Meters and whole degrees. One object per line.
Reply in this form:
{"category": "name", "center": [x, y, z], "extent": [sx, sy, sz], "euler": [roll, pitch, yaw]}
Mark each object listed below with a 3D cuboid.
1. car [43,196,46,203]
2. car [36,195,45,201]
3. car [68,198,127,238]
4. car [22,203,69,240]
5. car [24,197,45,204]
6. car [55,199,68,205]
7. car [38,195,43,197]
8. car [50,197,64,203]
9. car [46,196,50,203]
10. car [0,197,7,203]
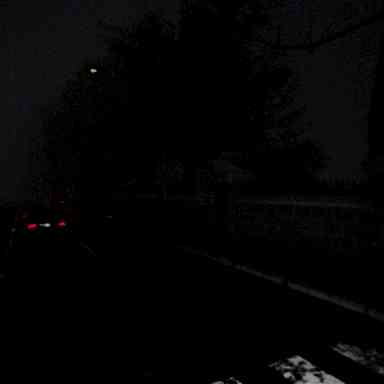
{"category": "car", "center": [-20.219, 1.412, 48.459], "extent": [1.882, 1.535, 5.008], "euler": [-2, 1, -27]}
{"category": "car", "center": [-37.803, 1.525, 82.902], "extent": [1.887, 1.381, 4.507], "euler": [-2, 1, -26]}
{"category": "car", "center": [-4.892, 1.232, 17.517], "extent": [2.192, 1.841, 5.009], "euler": [-2, 1, -27]}
{"category": "car", "center": [-7.602, 1.544, 17.148], "extent": [2.033, 1.411, 5.357], "euler": [-2, 1, -27]}
{"category": "car", "center": [-18.929, 1.618, 39.416], "extent": [1.895, 1.301, 4.718], "euler": [-2, 1, -26]}
{"category": "car", "center": [-9.969, 1.507, 27.557], "extent": [1.802, 1.307, 4.206], "euler": [-2, 1, -27]}
{"category": "car", "center": [-25.226, 1.499, 57.667], "extent": [1.887, 1.381, 4.507], "euler": [-2, 1, -27]}
{"category": "car", "center": [-12.590, 1.455, 32.726], "extent": [1.752, 1.417, 4.829], "euler": [-2, 1, -27]}
{"category": "car", "center": [-17.050, 1.432, 42.217], "extent": [1.837, 1.490, 4.892], "euler": [-2, 1, -27]}
{"category": "car", "center": [-42.578, 1.766, 74.433], "extent": [1.887, 1.381, 4.507], "euler": [-2, 1, -26]}
